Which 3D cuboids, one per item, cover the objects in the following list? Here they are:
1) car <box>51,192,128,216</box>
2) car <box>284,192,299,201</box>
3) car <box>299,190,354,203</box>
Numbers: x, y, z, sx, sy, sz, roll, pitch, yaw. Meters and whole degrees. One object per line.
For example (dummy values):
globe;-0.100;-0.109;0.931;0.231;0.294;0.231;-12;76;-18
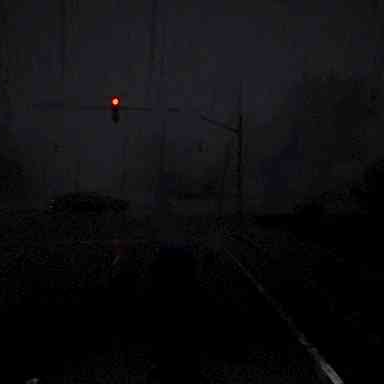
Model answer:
car;-6.727;0.731;22.078;4.902;1.511;2.128;-1;3;-17
car;13.292;0.411;39.187;4.718;1.301;1.895;1;2;-17
car;14.785;0.522;35.985;5.357;1.411;2.033;2;2;-17
